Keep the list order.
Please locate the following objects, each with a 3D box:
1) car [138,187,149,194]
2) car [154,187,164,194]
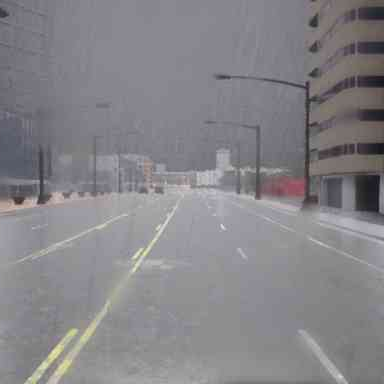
[{"bbox_3d":[-10.500,-0.248,71.701,1.837,1.490,4.892,0,1,0],"label":"car"},{"bbox_3d":[-7.000,-0.247,71.701,1.837,1.490,4.892,0,1,0],"label":"car"}]
